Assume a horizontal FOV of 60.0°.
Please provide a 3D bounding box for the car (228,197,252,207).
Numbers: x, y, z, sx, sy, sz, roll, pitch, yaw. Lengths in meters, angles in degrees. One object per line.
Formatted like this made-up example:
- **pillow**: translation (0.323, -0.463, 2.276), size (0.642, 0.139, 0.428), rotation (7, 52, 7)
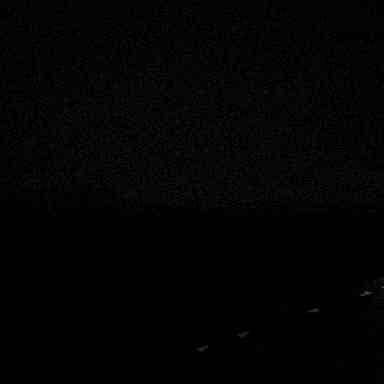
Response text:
- **car**: translation (8.519, 1.676, 59.169), size (2.097, 1.767, 4.553), rotation (1, -1, -35)
